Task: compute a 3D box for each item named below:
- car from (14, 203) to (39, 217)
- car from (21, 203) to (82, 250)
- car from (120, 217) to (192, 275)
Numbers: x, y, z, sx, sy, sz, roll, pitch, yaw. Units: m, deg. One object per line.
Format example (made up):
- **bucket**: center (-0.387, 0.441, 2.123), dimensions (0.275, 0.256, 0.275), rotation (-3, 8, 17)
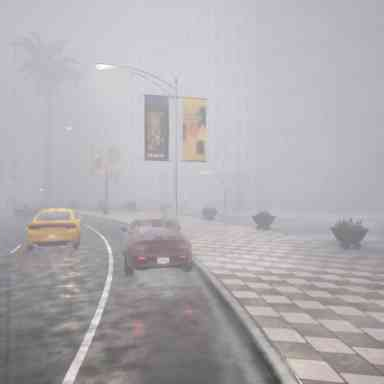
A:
- **car**: center (-13.779, 1.588, 28.501), dimensions (1.895, 1.301, 4.718), rotation (0, 0, -40)
- **car**: center (-5.882, 1.472, 14.483), dimensions (1.882, 1.535, 5.008), rotation (0, 0, -18)
- **car**: center (-1.227, 1.524, 10.446), dimensions (1.812, 1.442, 4.674), rotation (0, 0, -13)
